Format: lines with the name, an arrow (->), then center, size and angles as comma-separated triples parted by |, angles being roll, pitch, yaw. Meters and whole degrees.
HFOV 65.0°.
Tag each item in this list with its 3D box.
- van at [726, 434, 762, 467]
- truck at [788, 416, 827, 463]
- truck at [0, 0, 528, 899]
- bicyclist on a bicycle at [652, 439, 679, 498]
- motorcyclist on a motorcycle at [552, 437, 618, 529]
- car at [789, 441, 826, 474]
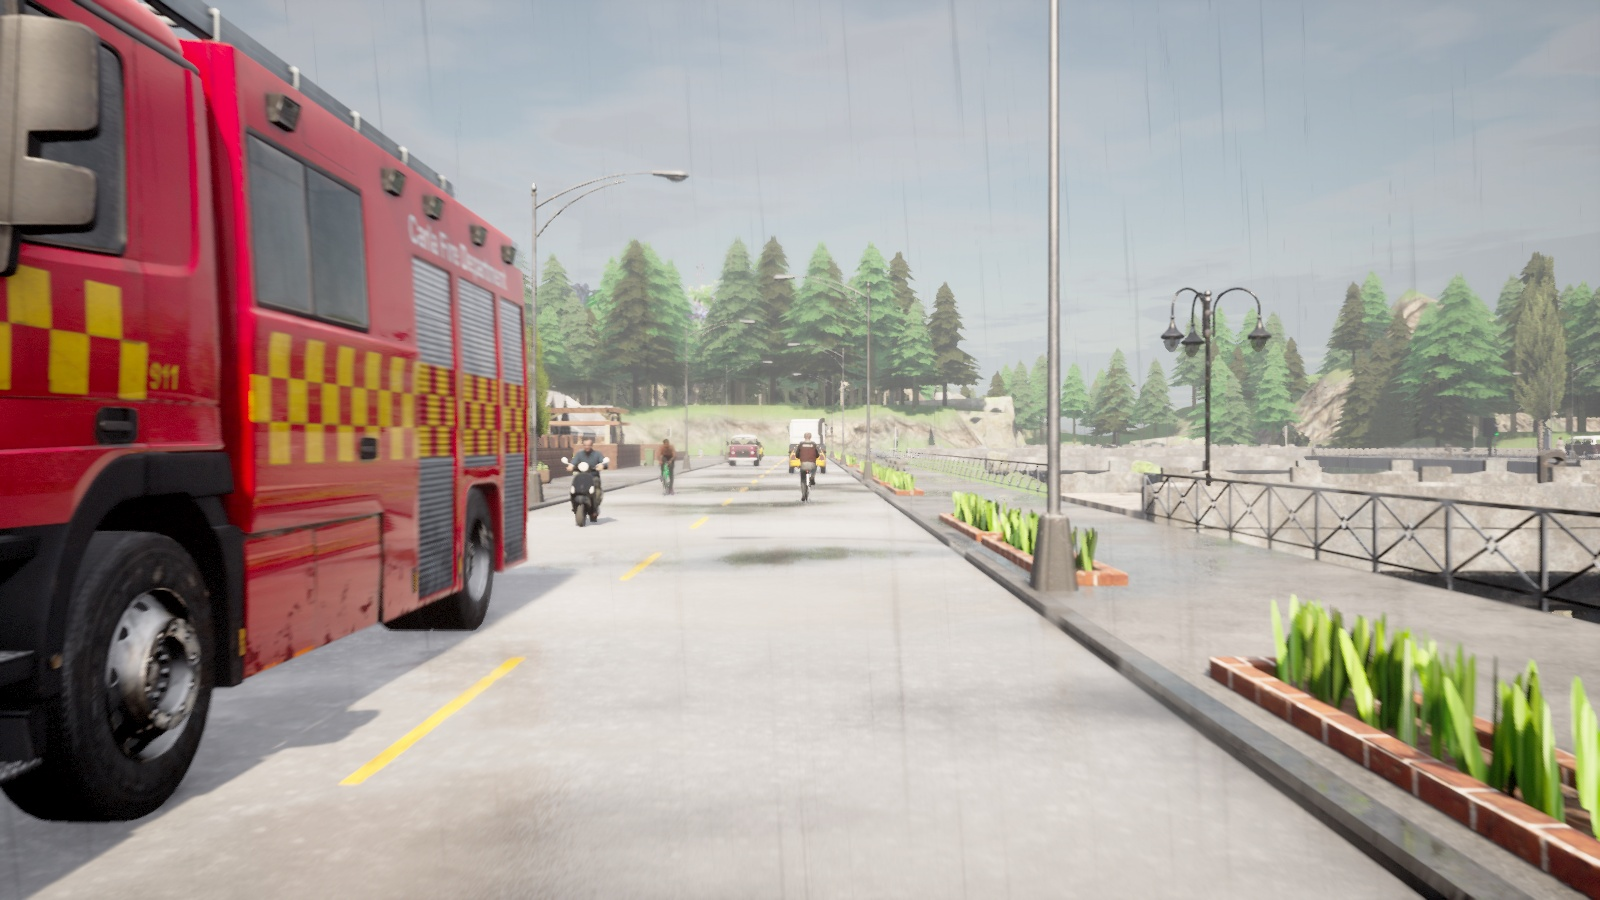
van -> -3.532, 0.018, 79.615 | 2.069, 2.038, 4.480 | 0, 0, 0
truck -> 0.567, -0.780, 96.734 | 2.891, 3.462, 7.936 | 0, 0, 0
truck -> -3.943, -0.462, 7.199 | 2.891, 3.827, 8.468 | 0, 0, 0
bicyclist on a bicycle -> -3.781, 0.497, 35.440 | 0.582, 1.620, 1.656 | 0, 1, 0
motorcyclist on a motorcycle -> -3.855, 0.569, 22.660 | 0.866, 1.590, 1.817 | 0, 0, 0
car -> 0.374, 0.331, 62.950 | 1.801, 1.575, 5.366 | 0, 0, 0
